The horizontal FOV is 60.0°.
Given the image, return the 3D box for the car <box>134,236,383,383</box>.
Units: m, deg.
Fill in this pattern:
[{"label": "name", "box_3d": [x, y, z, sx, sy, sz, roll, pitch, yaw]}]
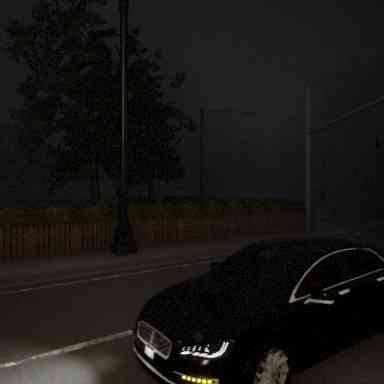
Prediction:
[{"label": "car", "box_3d": [1.516, 1.505, 5.048, 4.892, 1.490, 1.837, 0, 0, -35]}]
